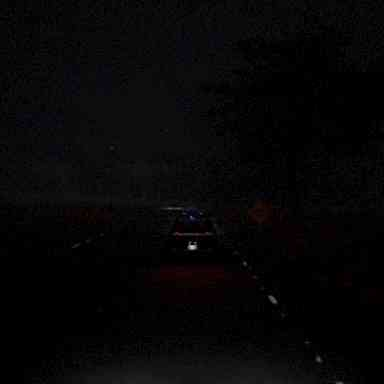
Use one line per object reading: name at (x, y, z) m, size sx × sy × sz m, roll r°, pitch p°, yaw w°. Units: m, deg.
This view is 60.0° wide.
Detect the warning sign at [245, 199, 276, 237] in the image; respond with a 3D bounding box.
warning sign at (3.523, 1.329, 17.269) m, size 1.300 × 1.860 × 1.060 m, roll -3°, pitch -3°, yaw 0°

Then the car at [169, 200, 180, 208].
car at (-3.461, 2.272, 65.203) m, size 1.882 × 1.535 × 5.008 m, roll 0°, pitch -1°, yaw 1°

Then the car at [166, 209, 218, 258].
car at (0.032, 1.657, 13.533) m, size 2.128 × 1.511 × 4.902 m, roll 0°, pitch -1°, yaw 0°

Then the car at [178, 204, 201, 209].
car at (0.050, 1.869, 28.942) m, size 1.812 × 1.442 × 4.674 m, roll 0°, pitch 0°, yaw 1°
